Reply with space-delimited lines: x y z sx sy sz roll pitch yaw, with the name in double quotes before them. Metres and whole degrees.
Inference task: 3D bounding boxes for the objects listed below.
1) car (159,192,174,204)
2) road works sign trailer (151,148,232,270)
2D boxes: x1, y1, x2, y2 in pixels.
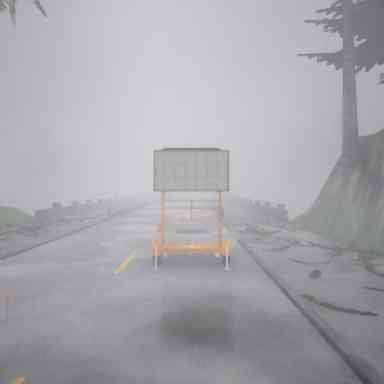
"car" -4.141 0.830 54.741 2.150 2.045 5.566 0 0 0
"road works sign trailer" -0.014 0.387 10.679 2.380 3.560 2.880 0 0 0
